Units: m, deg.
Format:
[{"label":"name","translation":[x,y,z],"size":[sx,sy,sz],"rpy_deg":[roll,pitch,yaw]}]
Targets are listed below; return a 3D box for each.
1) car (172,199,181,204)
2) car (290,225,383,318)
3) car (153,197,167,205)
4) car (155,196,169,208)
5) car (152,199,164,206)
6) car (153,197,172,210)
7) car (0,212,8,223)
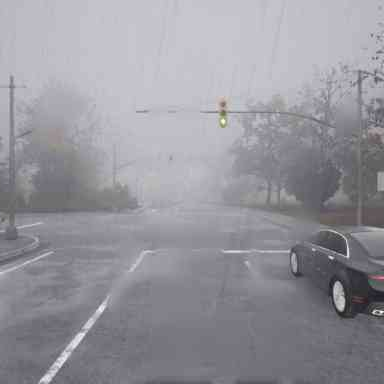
[{"label":"car","translation":[-4.376,2.432,83.133],"size":[1.895,1.301,4.718],"rpy_deg":[0,-1,-22]},{"label":"car","translation":[3.598,1.505,7.400],"size":[1.837,1.490,4.892],"rpy_deg":[0,0,1]},{"label":"car","translation":[-8.062,2.218,82.959],"size":[2.097,1.767,4.553],"rpy_deg":[0,-1,-25]},{"label":"car","translation":[-4.907,1.594,54.497],"size":[2.097,1.767,4.553],"rpy_deg":[0,-1,-7]},{"label":"car","translation":[-7.009,2.084,67.865],"size":[2.033,1.411,5.357],"rpy_deg":[0,-1,-12]},{"label":"car","translation":[-4.067,1.440,44.442],"size":[2.097,1.767,4.553],"rpy_deg":[0,-1,-4]},{"label":"car","translation":[-15.476,1.675,23.002],"size":[4.718,1.301,1.895],"rpy_deg":[-1,0,-3]}]
